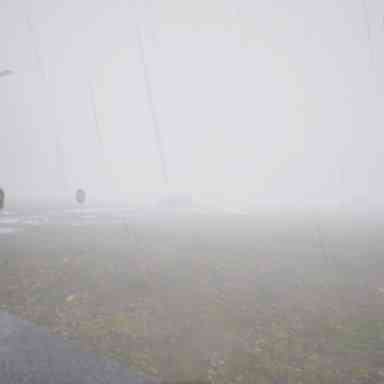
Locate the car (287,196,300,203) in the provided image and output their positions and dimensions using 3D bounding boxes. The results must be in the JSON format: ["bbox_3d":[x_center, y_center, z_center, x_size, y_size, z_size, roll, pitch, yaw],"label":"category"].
[{"bbox_3d":[24.433,1.835,80.257,1.882,1.535,5.008,2,1,36],"label":"car"}]

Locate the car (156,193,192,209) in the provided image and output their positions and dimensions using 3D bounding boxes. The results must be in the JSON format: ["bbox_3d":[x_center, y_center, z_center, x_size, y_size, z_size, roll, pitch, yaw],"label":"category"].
[{"bbox_3d":[-2.212,1.156,43.362,2.150,2.045,5.566,2,2,36],"label":"car"}]
